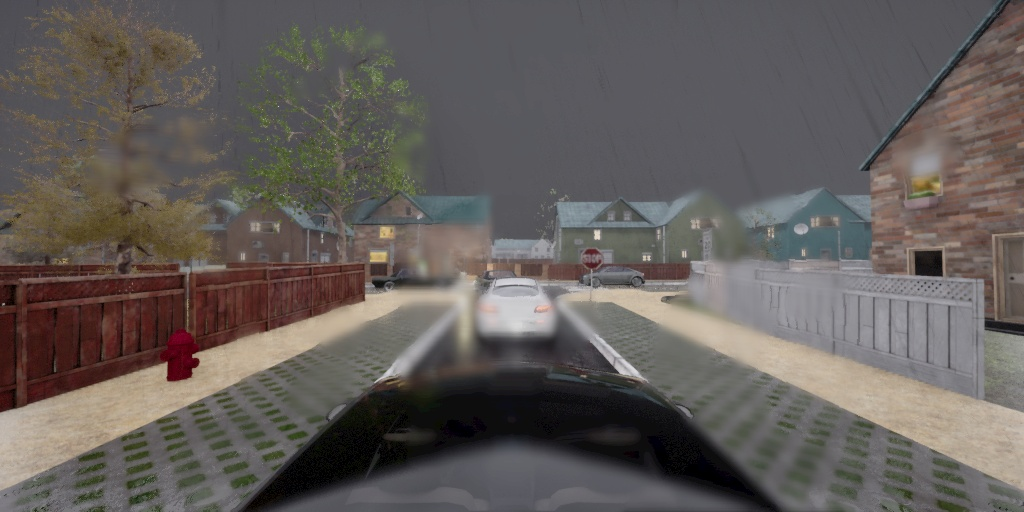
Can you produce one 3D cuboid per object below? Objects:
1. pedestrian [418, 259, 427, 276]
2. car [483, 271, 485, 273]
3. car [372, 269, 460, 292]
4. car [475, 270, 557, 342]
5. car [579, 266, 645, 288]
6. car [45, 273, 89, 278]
[{"bbox_3d":[-6.700,1.119,26.789,0.375,1.860,0.375,0,-1,1],"label":"pedestrian"},{"bbox_3d":[-0.756,1.366,18.519,1.895,1.301,4.718,0,-1,-12],"label":"car"},{"bbox_3d":[-5.482,1.417,20.904,4.718,1.301,1.895,-1,-1,1],"label":"car"},{"bbox_3d":[0.103,1.280,9.700,1.812,1.442,4.674,0,0,0],"label":"car"},{"bbox_3d":[6.539,1.344,23.694,4.181,1.385,1.994,0,-1,1],"label":"car"},{"bbox_3d":[-25.607,1.633,21.173,4.718,1.301,1.895,-1,-1,1],"label":"car"}]
